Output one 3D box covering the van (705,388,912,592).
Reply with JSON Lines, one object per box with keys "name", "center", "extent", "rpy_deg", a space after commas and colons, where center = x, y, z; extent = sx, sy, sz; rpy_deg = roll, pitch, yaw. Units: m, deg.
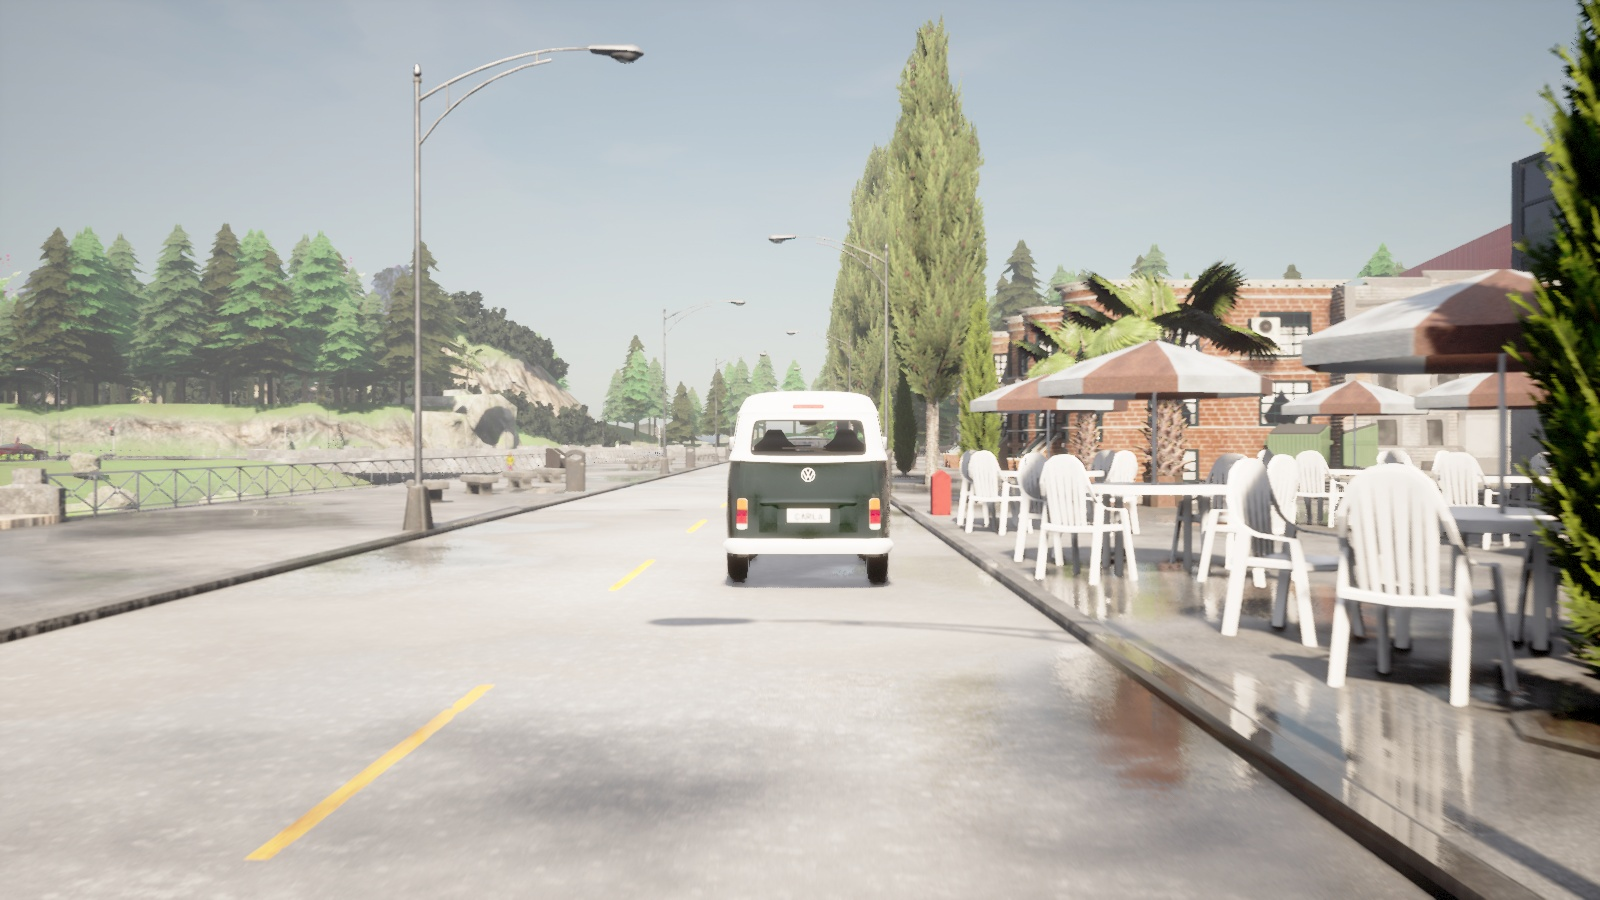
{"name": "van", "center": [0.097, 0.386, 14.827], "extent": [2.069, 2.038, 4.480], "rpy_deg": [0, 0, 0]}
